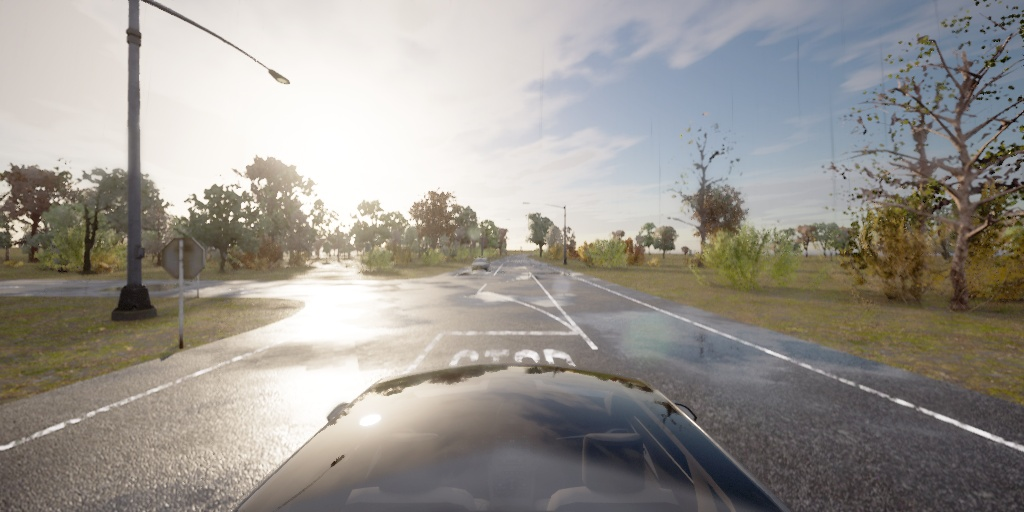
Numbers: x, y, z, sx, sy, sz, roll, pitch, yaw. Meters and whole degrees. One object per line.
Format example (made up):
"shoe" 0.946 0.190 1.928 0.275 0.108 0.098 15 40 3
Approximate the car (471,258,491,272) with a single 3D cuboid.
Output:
"car" -3.426 0.971 39.854 1.837 1.490 4.892 0 0 0
